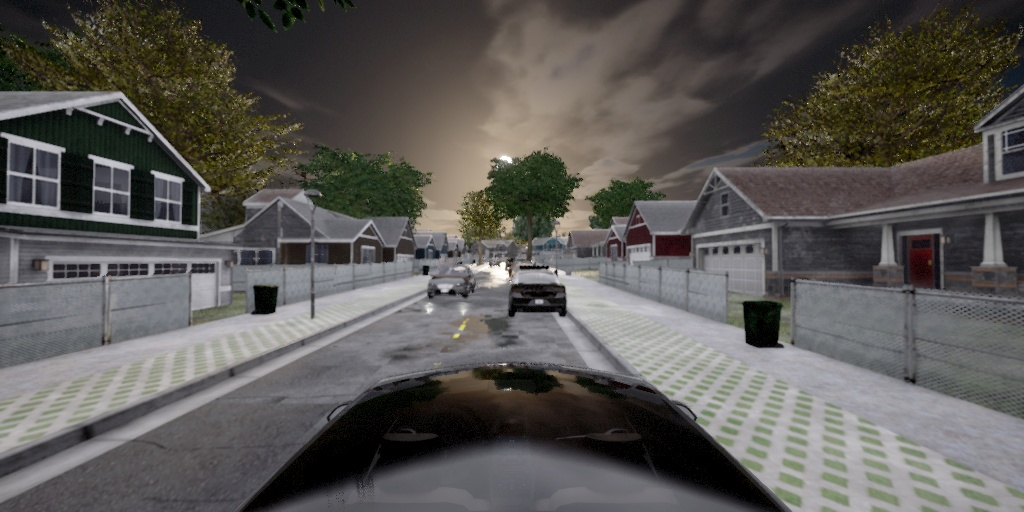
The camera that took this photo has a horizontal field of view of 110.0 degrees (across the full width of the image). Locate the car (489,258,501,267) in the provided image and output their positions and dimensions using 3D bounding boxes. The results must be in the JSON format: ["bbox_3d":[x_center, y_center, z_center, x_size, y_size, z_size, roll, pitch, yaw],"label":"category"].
[{"bbox_3d":[-2.880,1.100,60.691,2.128,1.511,4.902,0,0,1],"label":"car"}]

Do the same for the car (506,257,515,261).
[{"bbox_3d":[0.790,1.039,29.124,2.097,1.767,4.553,0,0,0],"label":"car"}]

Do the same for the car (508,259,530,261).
[{"bbox_3d":[0.798,1.158,23.344,1.801,1.575,5.366,0,0,0],"label":"car"}]

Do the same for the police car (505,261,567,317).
[{"bbox_3d":[0.811,1.152,13.261,1.930,1.638,5.238,0,0,0],"label":"police car"}]

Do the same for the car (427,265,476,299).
[{"bbox_3d":[-2.868,1.208,17.760,2.128,1.511,4.902,0,0,0],"label":"car"}]
